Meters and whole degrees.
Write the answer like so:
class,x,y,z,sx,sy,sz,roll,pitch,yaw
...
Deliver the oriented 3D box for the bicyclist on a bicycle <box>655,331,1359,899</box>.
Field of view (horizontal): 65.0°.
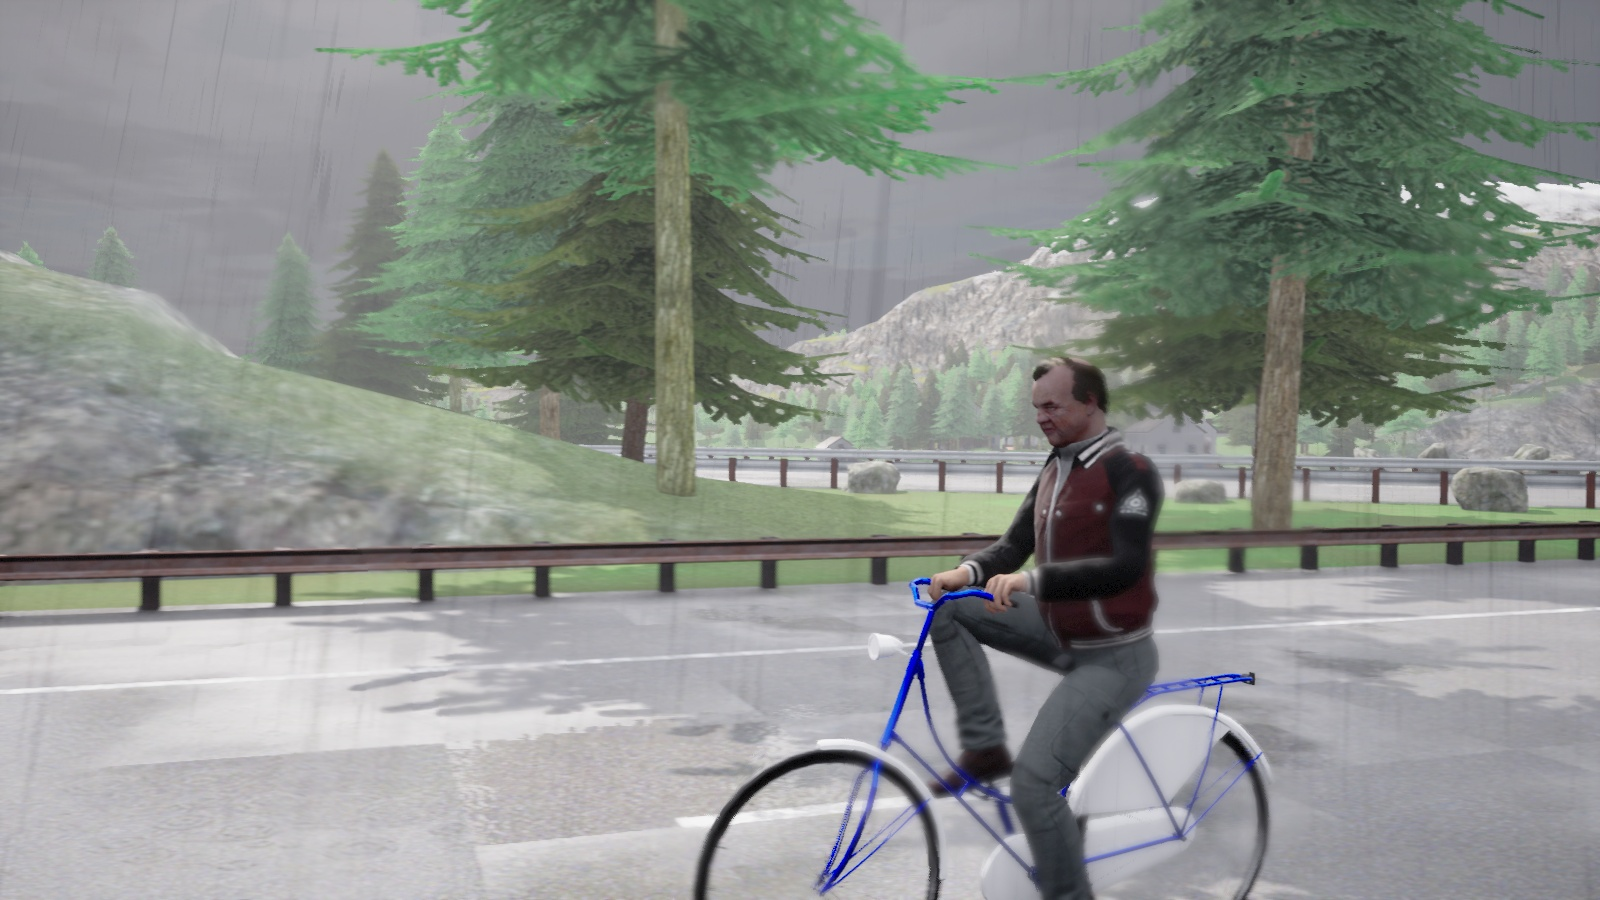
class,x,y,z,sx,sy,sz,roll,pitch,yaw
bicyclist on a bicycle,0.587,0.606,3.488,1.843,1.776,0.659,-1,1,-22
